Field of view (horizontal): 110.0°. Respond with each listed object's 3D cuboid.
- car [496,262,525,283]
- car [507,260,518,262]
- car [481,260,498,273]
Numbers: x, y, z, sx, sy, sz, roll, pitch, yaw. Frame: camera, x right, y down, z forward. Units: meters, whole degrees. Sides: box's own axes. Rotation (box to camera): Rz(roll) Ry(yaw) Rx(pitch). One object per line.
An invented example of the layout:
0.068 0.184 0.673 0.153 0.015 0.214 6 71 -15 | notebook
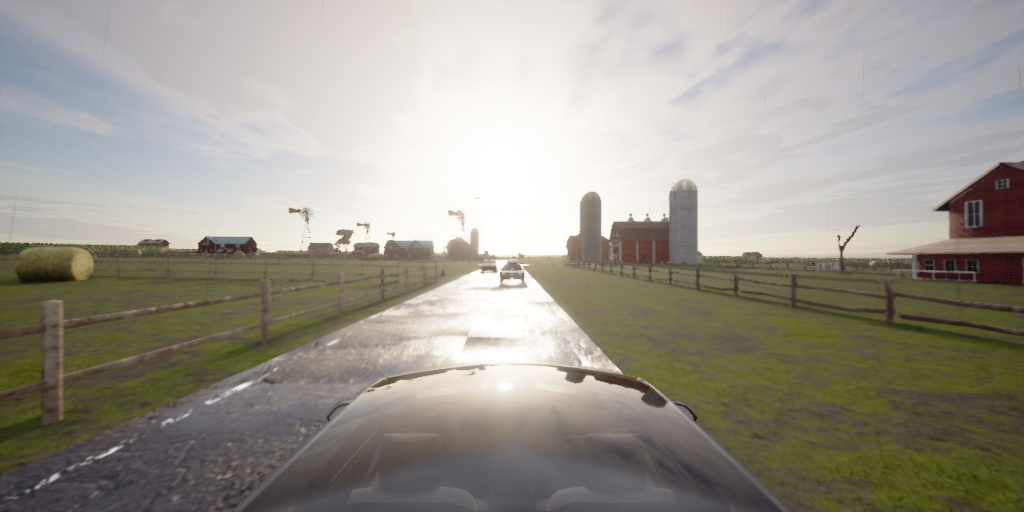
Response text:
0.019 1.337 27.881 1.895 1.301 4.718 0 0 0 | car
0.087 1.232 46.199 1.837 1.490 4.892 0 0 0 | car
-2.748 1.207 43.901 1.882 1.535 5.008 0 0 0 | car
